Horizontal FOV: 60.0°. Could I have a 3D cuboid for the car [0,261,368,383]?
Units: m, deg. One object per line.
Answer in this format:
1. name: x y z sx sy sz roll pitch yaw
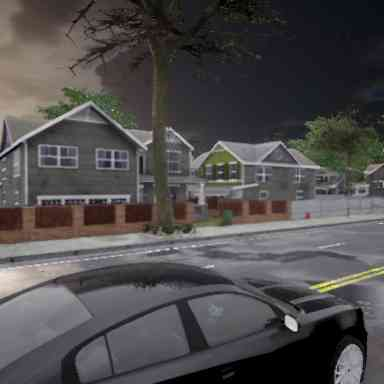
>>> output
1. car: -0.201 1.472 3.297 5.008 1.535 1.882 0 0 -36
